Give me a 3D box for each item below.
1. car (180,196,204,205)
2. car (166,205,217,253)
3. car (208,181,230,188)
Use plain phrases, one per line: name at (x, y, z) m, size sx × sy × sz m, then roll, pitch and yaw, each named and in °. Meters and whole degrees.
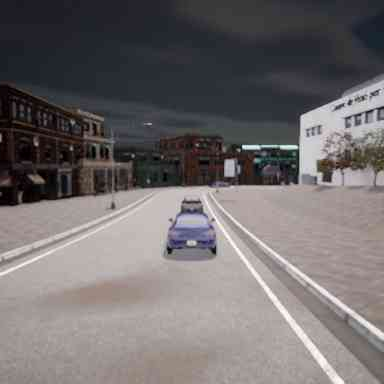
car at (-0.002, 1.046, 28.307) m, size 2.128 × 1.511 × 4.902 m, roll 0°, pitch 2°, yaw 0°
car at (0.003, 1.497, 13.419) m, size 1.812 × 1.442 × 4.674 m, roll 0°, pitch 1°, yaw 0°
car at (5.792, -1.560, 71.859) m, size 5.357 × 1.411 × 2.033 m, roll -3°, pitch 5°, yaw -42°
